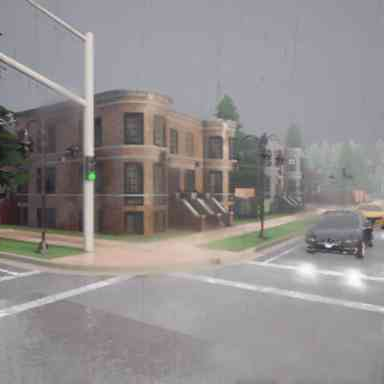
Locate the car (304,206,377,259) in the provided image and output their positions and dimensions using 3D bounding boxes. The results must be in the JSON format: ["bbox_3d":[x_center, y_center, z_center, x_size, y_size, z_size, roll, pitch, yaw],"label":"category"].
[{"bbox_3d":[5.744,1.492,12.784,1.837,1.490,4.892,0,0,34],"label":"car"}]

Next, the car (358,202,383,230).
[{"bbox_3d":[11.503,1.454,21.462,1.882,1.535,5.008,0,0,34],"label":"car"}]
